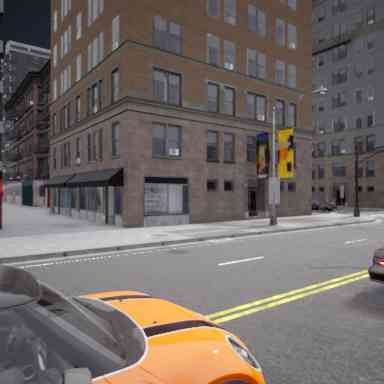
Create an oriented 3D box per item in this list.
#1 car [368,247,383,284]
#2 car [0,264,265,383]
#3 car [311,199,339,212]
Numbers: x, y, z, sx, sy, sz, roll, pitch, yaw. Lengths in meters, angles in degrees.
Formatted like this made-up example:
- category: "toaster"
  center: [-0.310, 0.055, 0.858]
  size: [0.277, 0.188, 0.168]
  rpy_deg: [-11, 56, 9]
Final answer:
- category: "car"
  center: [6.412, 1.550, 8.214]
  size: [5.357, 1.411, 2.033]
  rpy_deg: [0, 0, -37]
- category: "car"
  center: [-1.547, 1.352, 2.298]
  size: [4.553, 1.767, 2.097]
  rpy_deg: [0, 0, -37]
- category: "car"
  center: [14.010, 1.537, 38.457]
  size: [2.033, 1.411, 5.357]
  rpy_deg: [0, 0, -36]
